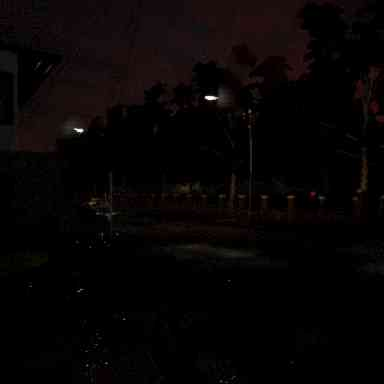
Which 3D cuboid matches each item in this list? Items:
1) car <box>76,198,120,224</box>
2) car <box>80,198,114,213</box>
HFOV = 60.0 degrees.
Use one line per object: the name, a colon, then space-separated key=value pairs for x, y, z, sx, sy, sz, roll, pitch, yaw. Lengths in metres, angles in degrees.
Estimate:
car: x=-7.011 y=1.463 z=24.482 sx=2.128 sy=1.511 sz=4.902 roll=0 pitch=0 yaw=-37
car: x=-10.558 y=1.436 z=36.590 sx=1.882 sy=1.535 sz=5.008 roll=0 pitch=0 yaw=-37
